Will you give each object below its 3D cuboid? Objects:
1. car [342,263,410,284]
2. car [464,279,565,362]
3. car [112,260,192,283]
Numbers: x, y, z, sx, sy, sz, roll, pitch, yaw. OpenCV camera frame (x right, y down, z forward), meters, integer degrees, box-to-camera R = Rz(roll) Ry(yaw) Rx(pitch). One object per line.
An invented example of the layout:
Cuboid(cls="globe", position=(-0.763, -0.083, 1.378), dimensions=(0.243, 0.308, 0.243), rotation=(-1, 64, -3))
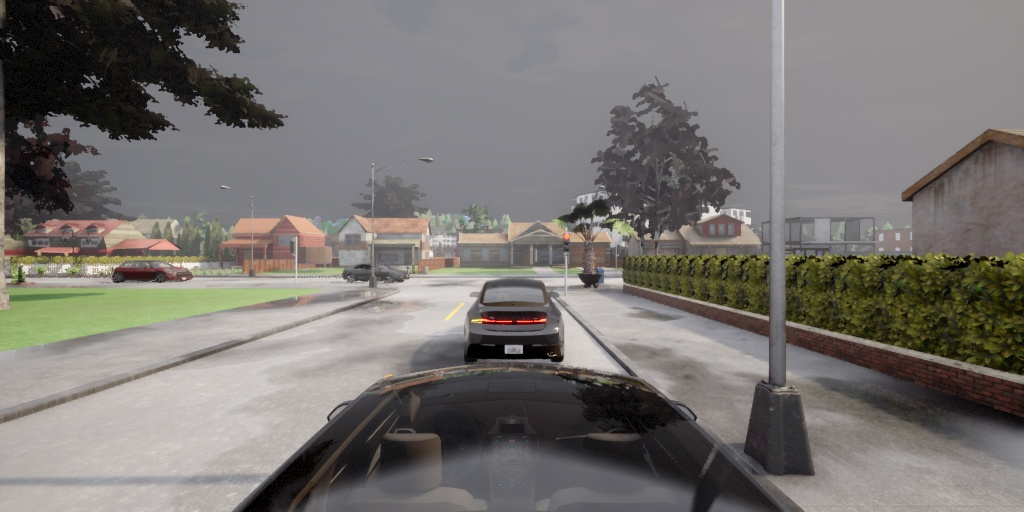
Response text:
Cuboid(cls="car", position=(-9.924, 1.255, 26.294), dimensions=(4.892, 1.490, 1.837), rotation=(0, 0, 10))
Cuboid(cls="car", position=(0.052, 1.255, 8.187), dimensions=(1.837, 1.490, 4.892), rotation=(0, 0, 1))
Cuboid(cls="car", position=(-26.780, 1.103, 26.821), dimensions=(4.553, 1.767, 2.097), rotation=(0, 0, 0))
